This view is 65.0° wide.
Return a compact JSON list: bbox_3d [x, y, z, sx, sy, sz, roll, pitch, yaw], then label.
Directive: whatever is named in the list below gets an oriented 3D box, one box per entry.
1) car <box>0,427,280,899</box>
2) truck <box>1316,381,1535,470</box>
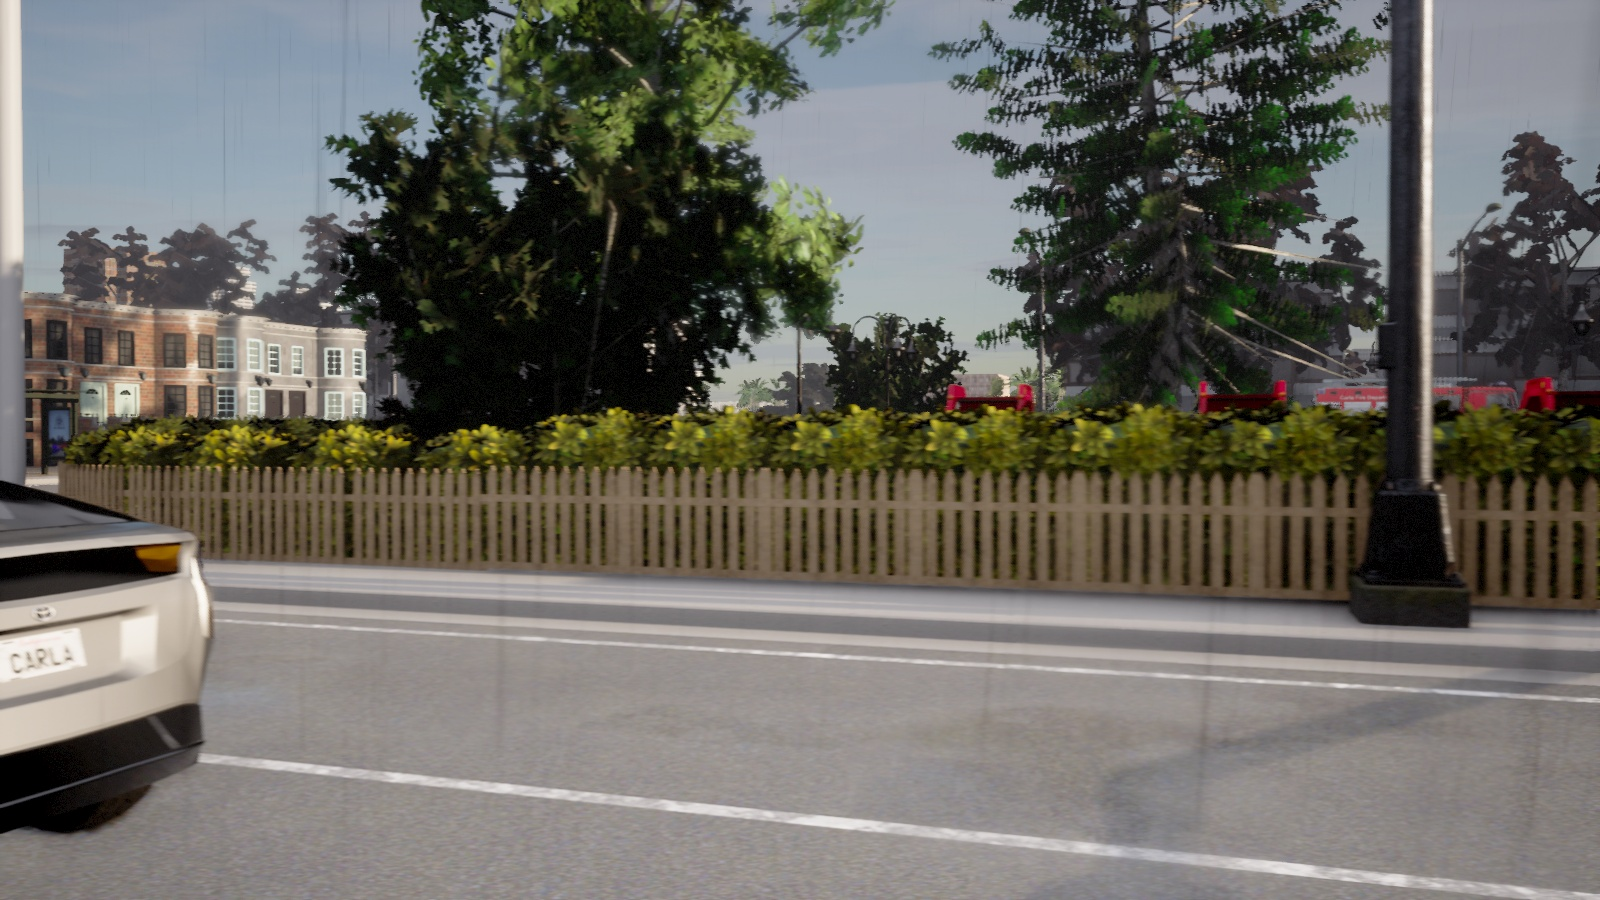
[{"bbox_3d":[-4.509,0.670,4.711,4.514,1.525,2.007,1,1,19],"label":"car"},{"bbox_3d":[27.921,-1.125,56.527,8.468,3.827,2.891,1,1,18],"label":"truck"}]
